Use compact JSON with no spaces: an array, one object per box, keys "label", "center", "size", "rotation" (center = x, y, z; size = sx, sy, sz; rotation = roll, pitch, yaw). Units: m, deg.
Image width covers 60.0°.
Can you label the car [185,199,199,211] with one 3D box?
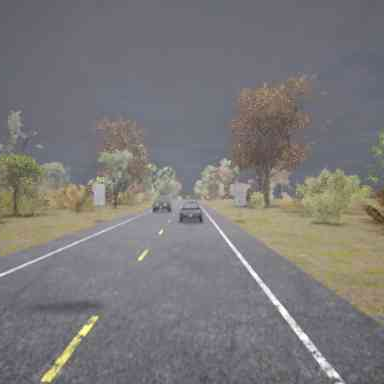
[{"label":"car","center":[-0.064,1.755,46.135],"size":[1.837,1.490,4.892],"rotation":[0,-1,0]}]

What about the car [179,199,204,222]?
[{"label":"car","center":[-0.062,1.625,27.734],"size":[2.128,1.511,4.902],"rotation":[0,0,0]}]

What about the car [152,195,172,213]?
[{"label":"car","center":[-3.630,1.434,41.630],"size":[2.150,2.045,5.566],"rotation":[0,-1,0]}]
